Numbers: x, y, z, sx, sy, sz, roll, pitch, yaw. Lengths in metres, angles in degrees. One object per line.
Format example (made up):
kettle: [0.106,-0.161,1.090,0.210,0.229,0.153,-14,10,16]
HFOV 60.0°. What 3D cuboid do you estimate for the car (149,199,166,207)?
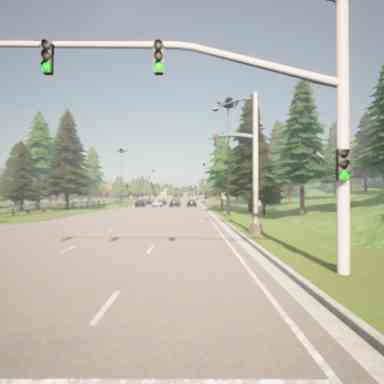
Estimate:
car: [-7.029,2.478,68.619,1.895,1.301,4.718,0,-1,0]

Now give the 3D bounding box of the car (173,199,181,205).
car: [-3.533,2.369,78.596,1.812,1.442,4.674,0,-1,0]

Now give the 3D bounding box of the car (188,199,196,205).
car: [-0.033,2.398,78.597,1.994,1.385,4.181,0,-1,0]

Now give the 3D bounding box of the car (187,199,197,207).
car: [-0.029,2.234,68.532,2.097,1.767,4.553,0,-1,0]

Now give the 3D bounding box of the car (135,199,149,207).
car: [-10.529,2.373,68.172,1.837,1.490,4.892,0,-1,0]

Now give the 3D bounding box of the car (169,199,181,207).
car: [-3.529,2.234,68.563,2.097,1.767,4.553,0,-1,0]
